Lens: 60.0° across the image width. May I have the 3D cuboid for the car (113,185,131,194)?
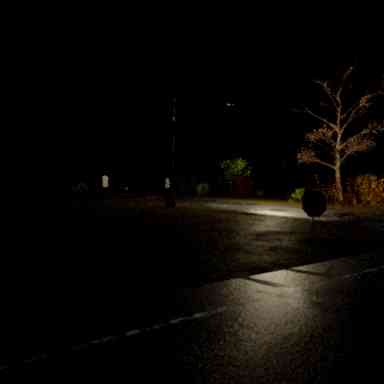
[{"bbox_3d":[-13.243,-0.577,62.956,2.097,1.767,4.553,1,1,-36],"label":"car"}]

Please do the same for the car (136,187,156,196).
[{"bbox_3d":[-7.675,-0.095,55.189,1.812,1.442,4.674,1,2,-36],"label":"car"}]
